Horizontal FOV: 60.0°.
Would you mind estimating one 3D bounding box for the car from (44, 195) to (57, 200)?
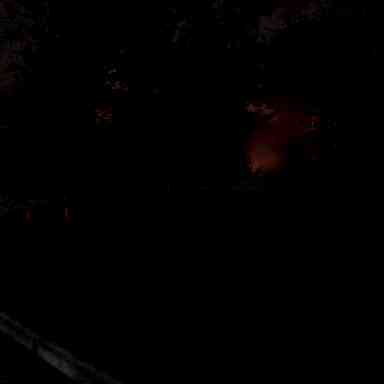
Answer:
[{"bbox_3d":[-25.449,0.715,61.724,1.882,1.535,5.008,-1,2,8],"label":"car"}]

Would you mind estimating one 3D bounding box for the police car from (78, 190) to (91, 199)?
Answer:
[{"bbox_3d":[-20.384,0.484,64.966,1.930,1.638,5.238,-1,2,8],"label":"police car"}]
